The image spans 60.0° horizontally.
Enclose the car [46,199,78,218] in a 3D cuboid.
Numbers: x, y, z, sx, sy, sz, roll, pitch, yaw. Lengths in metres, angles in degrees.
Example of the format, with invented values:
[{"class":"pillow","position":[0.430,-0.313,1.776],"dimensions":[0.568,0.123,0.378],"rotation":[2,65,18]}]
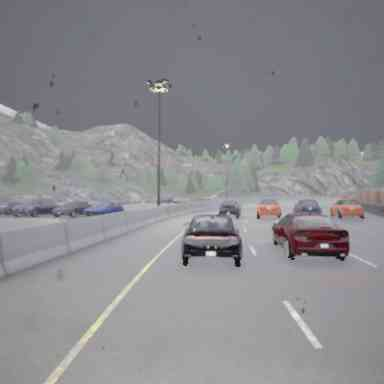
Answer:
[{"class":"car","position":[-10.942,1.577,30.840],"dimensions":[1.837,1.490,4.892],"rotation":[0,0,11]}]

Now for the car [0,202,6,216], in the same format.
[{"class":"car","position":[-17.756,1.627,32.436],"dimensions":[1.994,1.385,4.181],"rotation":[0,0,11]}]

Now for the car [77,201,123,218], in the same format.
[{"class":"car","position":[-7.690,1.552,29.251],"dimensions":[1.882,1.535,5.008],"rotation":[0,0,11]}]

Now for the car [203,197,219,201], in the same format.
[{"class":"car","position":[4.483,1.742,67.702],"dimensions":[1.812,1.442,4.674],"rotation":[0,0,25]}]

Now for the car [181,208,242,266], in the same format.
[{"class":"car","position":[0.724,1.530,11.760],"dimensions":[2.128,1.511,4.902],"rotation":[0,0,5]}]

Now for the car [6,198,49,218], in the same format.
[{"class":"car","position":[-14.482,1.417,30.926],"dimensions":[2.097,1.767,4.553],"rotation":[0,0,11]}]

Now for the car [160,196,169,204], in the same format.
[{"class":"car","position":[-5.528,1.562,71.011],"dimensions":[2.097,1.767,4.553],"rotation":[0,0,23]}]

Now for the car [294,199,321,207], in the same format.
[{"class":"car","position":[10.724,1.470,31.027],"dimensions":[2.097,1.767,4.553],"rotation":[0,0,12]}]

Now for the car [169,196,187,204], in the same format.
[{"class":"car","position":[-2.439,1.804,69.349],"dimensions":[1.895,1.301,4.718],"rotation":[0,0,23]}]

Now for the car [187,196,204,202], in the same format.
[{"class":"car","position":[1.379,1.572,69.319],"dimensions":[2.097,1.767,4.553],"rotation":[0,0,25]}]

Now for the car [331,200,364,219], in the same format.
[{"class":"car","position":[14.270,1.477,30.824],"dimensions":[2.097,1.767,4.553],"rotation":[0,0,13]}]

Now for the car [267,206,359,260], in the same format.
[{"class":"car","position":[4.309,1.526,12.755],"dimensions":[1.882,1.535,5.008],"rotation":[0,0,5]}]

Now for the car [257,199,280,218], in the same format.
[{"class":"car","position":[7.187,1.464,31.228],"dimensions":[2.097,1.767,4.553],"rotation":[0,0,12]}]

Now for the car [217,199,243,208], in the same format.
[{"class":"car","position":[3.712,1.611,31.774],"dimensions":[1.837,1.490,4.892],"rotation":[0,0,12]}]
